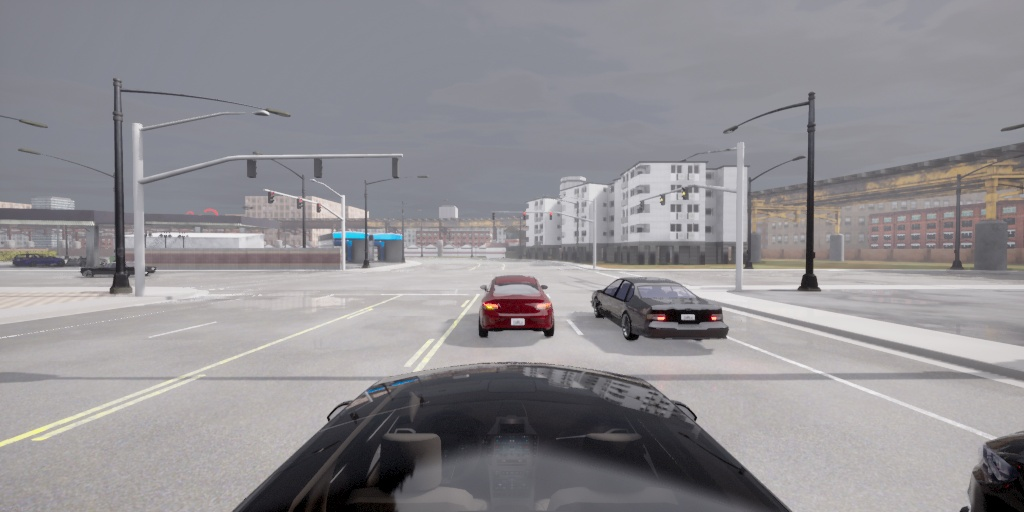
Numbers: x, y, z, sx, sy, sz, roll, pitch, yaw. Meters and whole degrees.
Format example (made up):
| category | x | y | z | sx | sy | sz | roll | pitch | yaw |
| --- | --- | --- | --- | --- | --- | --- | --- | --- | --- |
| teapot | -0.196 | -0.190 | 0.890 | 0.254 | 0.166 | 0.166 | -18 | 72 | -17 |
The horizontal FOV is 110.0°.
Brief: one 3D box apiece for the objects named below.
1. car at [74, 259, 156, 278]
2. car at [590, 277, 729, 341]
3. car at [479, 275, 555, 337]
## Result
| category | x | y | z | sx | sy | sz | roll | pitch | yaw |
| --- | --- | --- | --- | --- | --- | --- | --- | --- | --- |
| car | -33.275 | 1.134 | 30.306 | 4.718 | 1.301 | 1.895 | 0 | 1 | -1 |
| car | 3.582 | 1.282 | 9.817 | 2.033 | 1.411 | 5.357 | 0 | 0 | 0 |
| car | 0.071 | 1.256 | 10.102 | 1.812 | 1.442 | 4.674 | 0 | 0 | -1 |
